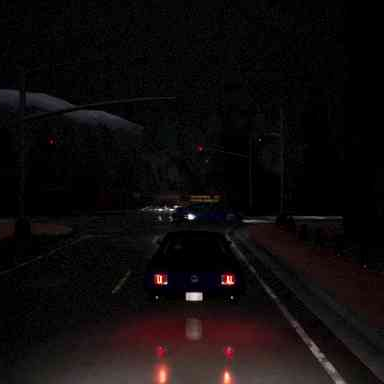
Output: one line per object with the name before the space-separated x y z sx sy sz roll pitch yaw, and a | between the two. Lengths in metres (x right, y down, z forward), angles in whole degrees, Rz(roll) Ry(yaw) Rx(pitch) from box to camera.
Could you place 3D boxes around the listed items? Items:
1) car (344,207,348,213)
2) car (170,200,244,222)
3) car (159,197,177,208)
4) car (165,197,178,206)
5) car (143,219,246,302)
car | 16.232 1.616 29.688 4.718 1.301 1.895 0 0 -1
car | 1.225 1.546 25.721 5.357 1.411 2.033 0 0 -2
car | -3.561 1.526 47.302 1.812 1.442 4.674 0 0 0
car | -3.541 1.601 57.314 1.895 1.301 4.718 0 0 0
car | 0.063 1.601 8.230 1.895 1.301 4.718 0 0 0
